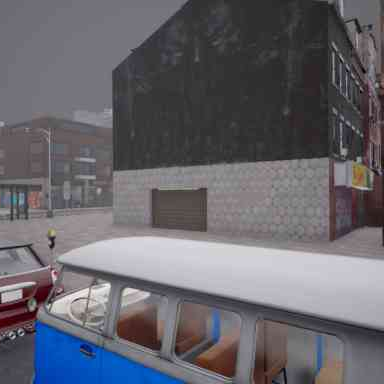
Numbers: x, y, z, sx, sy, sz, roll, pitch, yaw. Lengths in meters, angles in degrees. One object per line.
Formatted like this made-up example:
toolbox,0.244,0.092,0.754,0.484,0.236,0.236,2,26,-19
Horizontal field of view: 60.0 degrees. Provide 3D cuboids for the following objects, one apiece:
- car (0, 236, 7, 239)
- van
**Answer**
car,-4.032,1.442,5.650,4.097,1.590,1.967,0,0,35
van,0.414,1.341,2.519,3.998,1.788,1.690,0,0,35
